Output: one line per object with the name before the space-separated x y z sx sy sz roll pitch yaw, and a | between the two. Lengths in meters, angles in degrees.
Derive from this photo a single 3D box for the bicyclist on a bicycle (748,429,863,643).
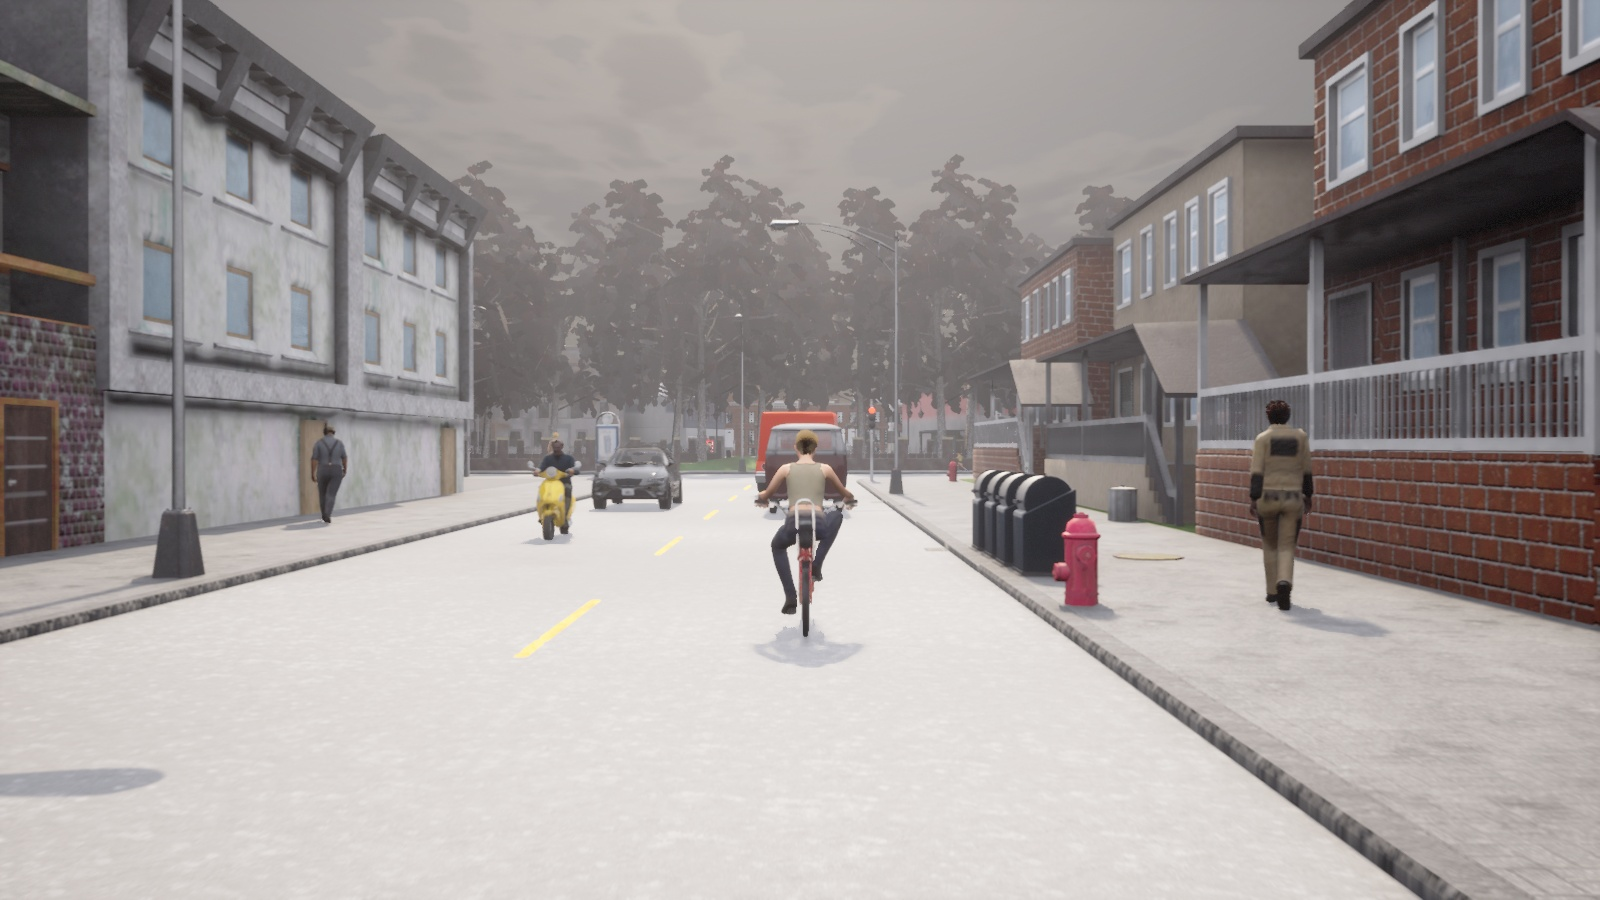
bicyclist on a bicycle | 0.050 0.641 10.200 0.866 1.612 1.509 0 0 1

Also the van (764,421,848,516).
van | 0.143 0.383 28.630 1.775 1.987 4.442 0 0 0

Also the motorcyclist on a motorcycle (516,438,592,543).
motorcyclist on a motorcycle | -3.899 0.615 20.042 0.866 1.590 1.817 0 0 0

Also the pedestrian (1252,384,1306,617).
pedestrian | 4.112 0.415 10.804 0.396 1.930 0.692 0 0 18

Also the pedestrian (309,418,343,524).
pedestrian | -8.421 0.358 22.310 0.540 1.848 0.694 0 0 -19

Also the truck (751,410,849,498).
truck | 0.093 0.104 37.991 2.627 2.467 5.204 0 0 4

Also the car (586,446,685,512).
car | -3.851 0.634 30.055 1.816 1.474 4.193 0 0 0
